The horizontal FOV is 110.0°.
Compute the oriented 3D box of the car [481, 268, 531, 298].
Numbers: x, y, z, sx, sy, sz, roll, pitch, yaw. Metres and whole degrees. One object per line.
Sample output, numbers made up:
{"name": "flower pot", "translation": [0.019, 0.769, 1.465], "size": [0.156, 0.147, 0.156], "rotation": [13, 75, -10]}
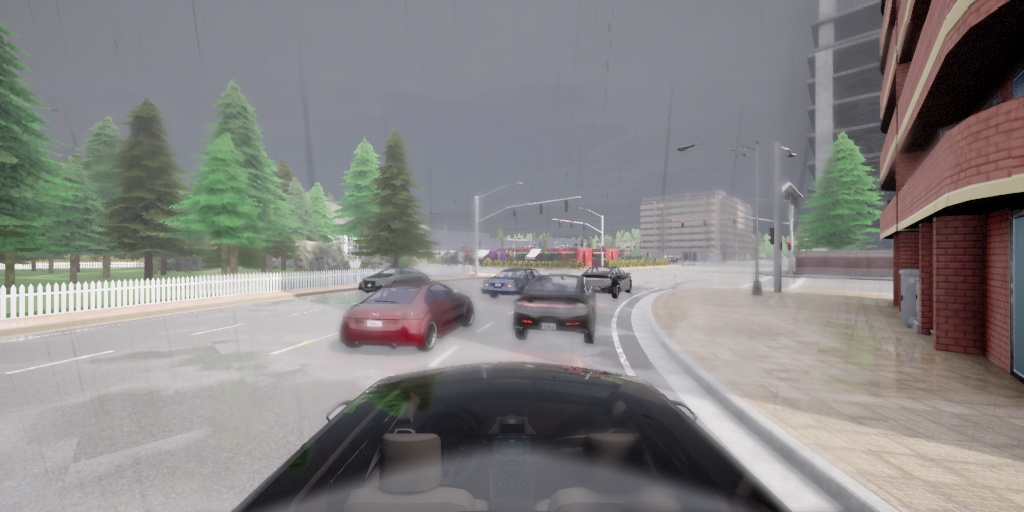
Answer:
{"name": "car", "translation": [0.461, 1.297, 17.805], "size": [2.033, 1.411, 5.357], "rotation": [0, 0, 25]}

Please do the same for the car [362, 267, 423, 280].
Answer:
{"name": "car", "translation": [-6.443, 1.315, 20.054], "size": [1.994, 1.385, 4.181], "rotation": [0, 0, 24]}

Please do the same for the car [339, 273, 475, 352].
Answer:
{"name": "car", "translation": [-2.367, 1.314, 9.086], "size": [1.994, 1.385, 4.181], "rotation": [0, 0, 10]}

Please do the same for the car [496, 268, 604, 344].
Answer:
{"name": "car", "translation": [1.343, 1.242, 9.758], "size": [2.128, 1.511, 4.902], "rotation": [0, 0, 14]}

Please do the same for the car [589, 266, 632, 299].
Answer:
{"name": "car", "translation": [4.834, 1.236, 18.319], "size": [2.128, 1.511, 4.902], "rotation": [1, 1, 29]}
